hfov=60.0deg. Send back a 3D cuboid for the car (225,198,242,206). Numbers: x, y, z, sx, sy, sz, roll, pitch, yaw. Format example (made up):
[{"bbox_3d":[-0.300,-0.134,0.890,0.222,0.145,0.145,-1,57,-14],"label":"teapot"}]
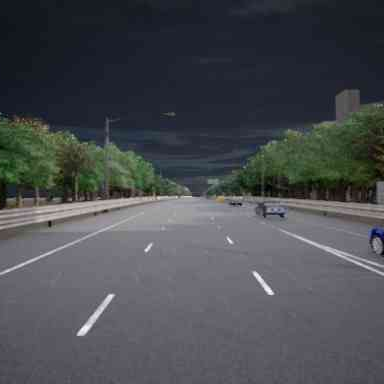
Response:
[{"bbox_3d":[7.053,1.666,55.119,1.895,1.301,4.718,0,0,0],"label":"car"}]

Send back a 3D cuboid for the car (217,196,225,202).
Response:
[{"bbox_3d":[7.184,1.779,81.663,1.882,1.535,5.008,0,-1,0],"label":"car"}]

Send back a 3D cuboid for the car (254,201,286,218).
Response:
[{"bbox_3d":[7.013,1.557,30.344,2.033,1.411,5.357,0,0,0],"label":"car"}]

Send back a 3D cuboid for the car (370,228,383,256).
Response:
[{"bbox_3d":[7.605,1.491,10.186,1.882,1.535,5.008,0,0,-6],"label":"car"}]
